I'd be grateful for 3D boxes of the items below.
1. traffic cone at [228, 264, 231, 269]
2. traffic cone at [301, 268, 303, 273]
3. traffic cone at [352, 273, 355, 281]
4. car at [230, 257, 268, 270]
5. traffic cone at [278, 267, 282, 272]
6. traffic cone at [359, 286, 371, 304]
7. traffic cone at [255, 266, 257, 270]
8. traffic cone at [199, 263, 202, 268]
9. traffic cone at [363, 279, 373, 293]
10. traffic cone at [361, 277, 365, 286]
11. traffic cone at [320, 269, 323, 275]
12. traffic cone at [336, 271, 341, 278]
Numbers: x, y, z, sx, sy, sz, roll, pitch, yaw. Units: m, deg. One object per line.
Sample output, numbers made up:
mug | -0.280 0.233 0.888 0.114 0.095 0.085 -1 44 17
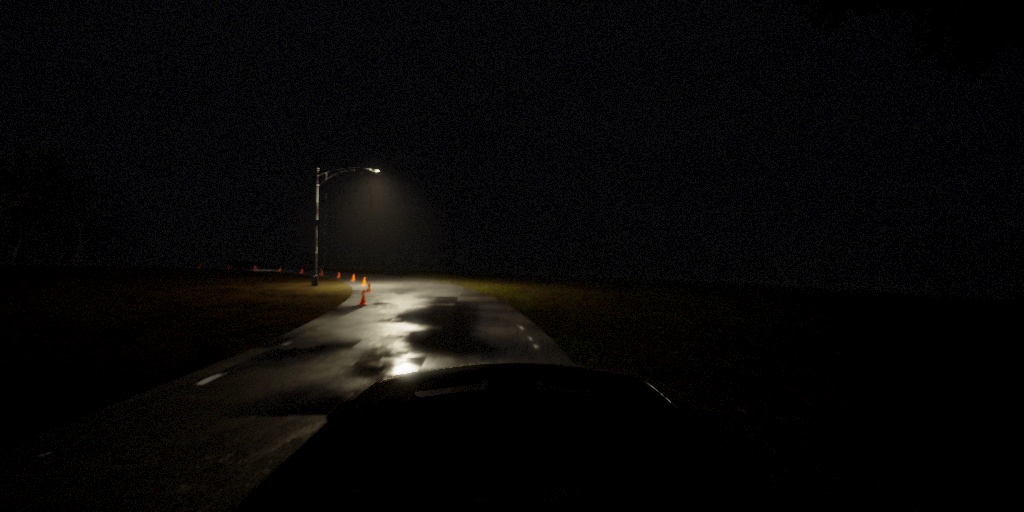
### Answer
traffic cone | -34.514 1.313 43.789 0.340 0.580 0.340 0 0 17
traffic cone | -21.918 1.514 37.414 0.340 0.580 0.340 0 0 36
traffic cone | -12.069 1.612 27.297 0.340 0.580 0.340 0 0 -35
car | -33.170 0.884 45.250 5.008 1.535 1.882 1 -1 18
traffic cone | -25.874 1.459 39.998 0.340 0.580 0.340 0 0 30
traffic cone | -6.034 1.647 14.533 0.340 0.580 0.340 0 0 -16
traffic cone | -30.090 1.393 42.132 0.340 0.580 0.340 0 0 24
traffic cone | -39.094 1.222 44.950 0.340 0.580 0.340 0 0 11
traffic cone | -7.572 1.639 19.001 0.340 0.580 0.340 0 0 -22
traffic cone | -9.592 1.628 23.274 0.340 0.580 0.340 0 0 -28
traffic cone | -18.270 1.556 34.411 0.340 0.580 0.340 0 0 43
traffic cone | -14.974 1.589 31.025 0.340 0.580 0.340 0 0 -41
